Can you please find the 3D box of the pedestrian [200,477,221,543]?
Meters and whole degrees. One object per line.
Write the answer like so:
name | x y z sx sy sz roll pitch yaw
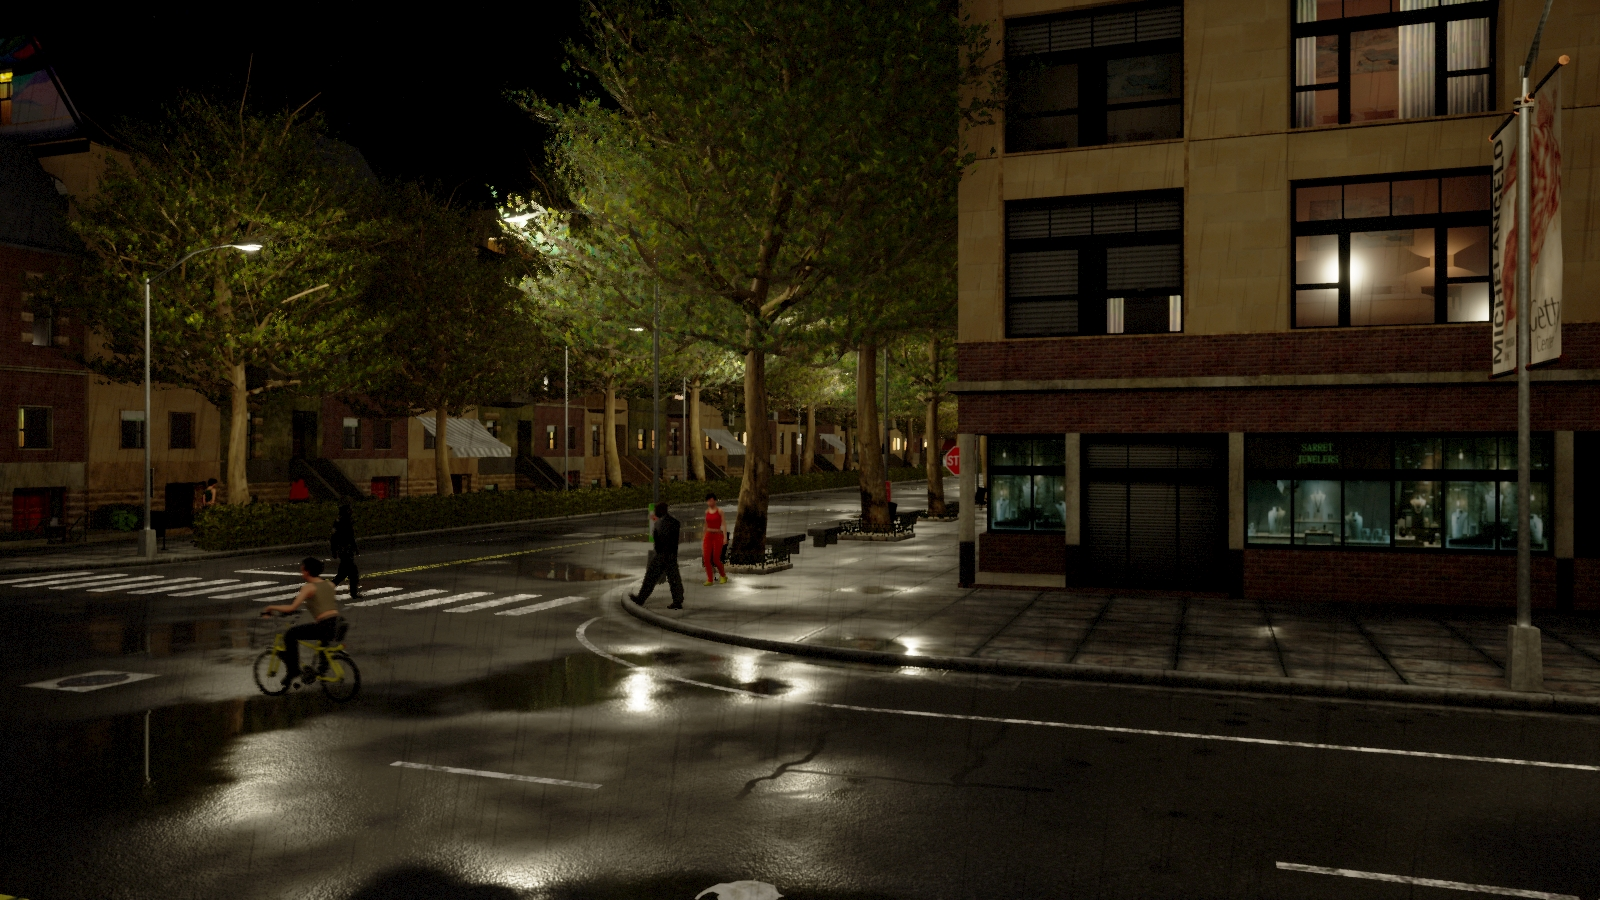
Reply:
pedestrian | -16.839 1.696 32.662 0.375 1.860 0.375 0 0 19

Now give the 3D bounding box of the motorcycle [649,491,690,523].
motorcycle | -5.119 2.213 44.892 0.803 1.145 2.033 0 0 20

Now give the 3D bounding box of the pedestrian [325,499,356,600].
pedestrian | -8.576 1.849 21.336 0.375 1.860 0.375 0 0 15

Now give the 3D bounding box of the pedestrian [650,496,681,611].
pedestrian | -2.221 1.697 18.917 0.375 1.860 0.375 0 0 22

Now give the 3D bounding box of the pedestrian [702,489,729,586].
pedestrian | -1.648 1.696 22.324 0.375 1.860 0.375 0 0 27

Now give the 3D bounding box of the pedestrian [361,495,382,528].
pedestrian | -14.503 2.076 38.678 0.500 1.100 0.500 0 0 11

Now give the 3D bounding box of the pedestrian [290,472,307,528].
pedestrian | -17.078 1.696 38.876 0.375 1.860 0.375 0 0 16

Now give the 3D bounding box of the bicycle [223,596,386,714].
bicycle | -5.514 2.256 12.750 1.487 1.080 0.859 0 0 20
